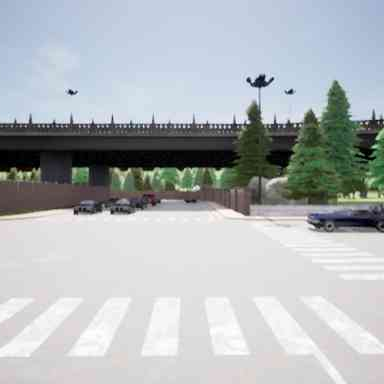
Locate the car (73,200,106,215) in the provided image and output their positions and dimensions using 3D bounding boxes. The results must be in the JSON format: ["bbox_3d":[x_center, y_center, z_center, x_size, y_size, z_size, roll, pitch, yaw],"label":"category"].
[{"bbox_3d":[-10.550,1.551,34.030,1.994,1.385,4.181,0,0,1],"label":"car"}]

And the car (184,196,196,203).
[{"bbox_3d":[-0.457,1.539,68.115,1.994,1.385,4.181,0,0,-7],"label":"car"}]

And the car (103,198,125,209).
[{"bbox_3d":[-10.505,1.509,45.203,1.812,1.442,4.674,0,0,1],"label":"car"}]

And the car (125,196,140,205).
[{"bbox_3d":[-10.476,1.504,58.826,1.812,1.442,4.674,0,0,1],"label":"car"}]

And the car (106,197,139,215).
[{"bbox_3d":[-7.014,1.551,34.086,1.994,1.385,4.181,0,0,0],"label":"car"}]

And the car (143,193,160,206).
[{"bbox_3d":[-6.933,1.202,53.409,2.150,2.045,5.566,0,0,0],"label":"car"}]

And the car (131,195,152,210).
[{"bbox_3d":[-6.945,1.531,43.314,2.033,1.411,5.357,0,0,0],"label":"car"}]

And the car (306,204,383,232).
[{"bbox_3d":[9.064,1.538,19.023,4.718,1.301,1.895,0,0,1],"label":"car"}]
